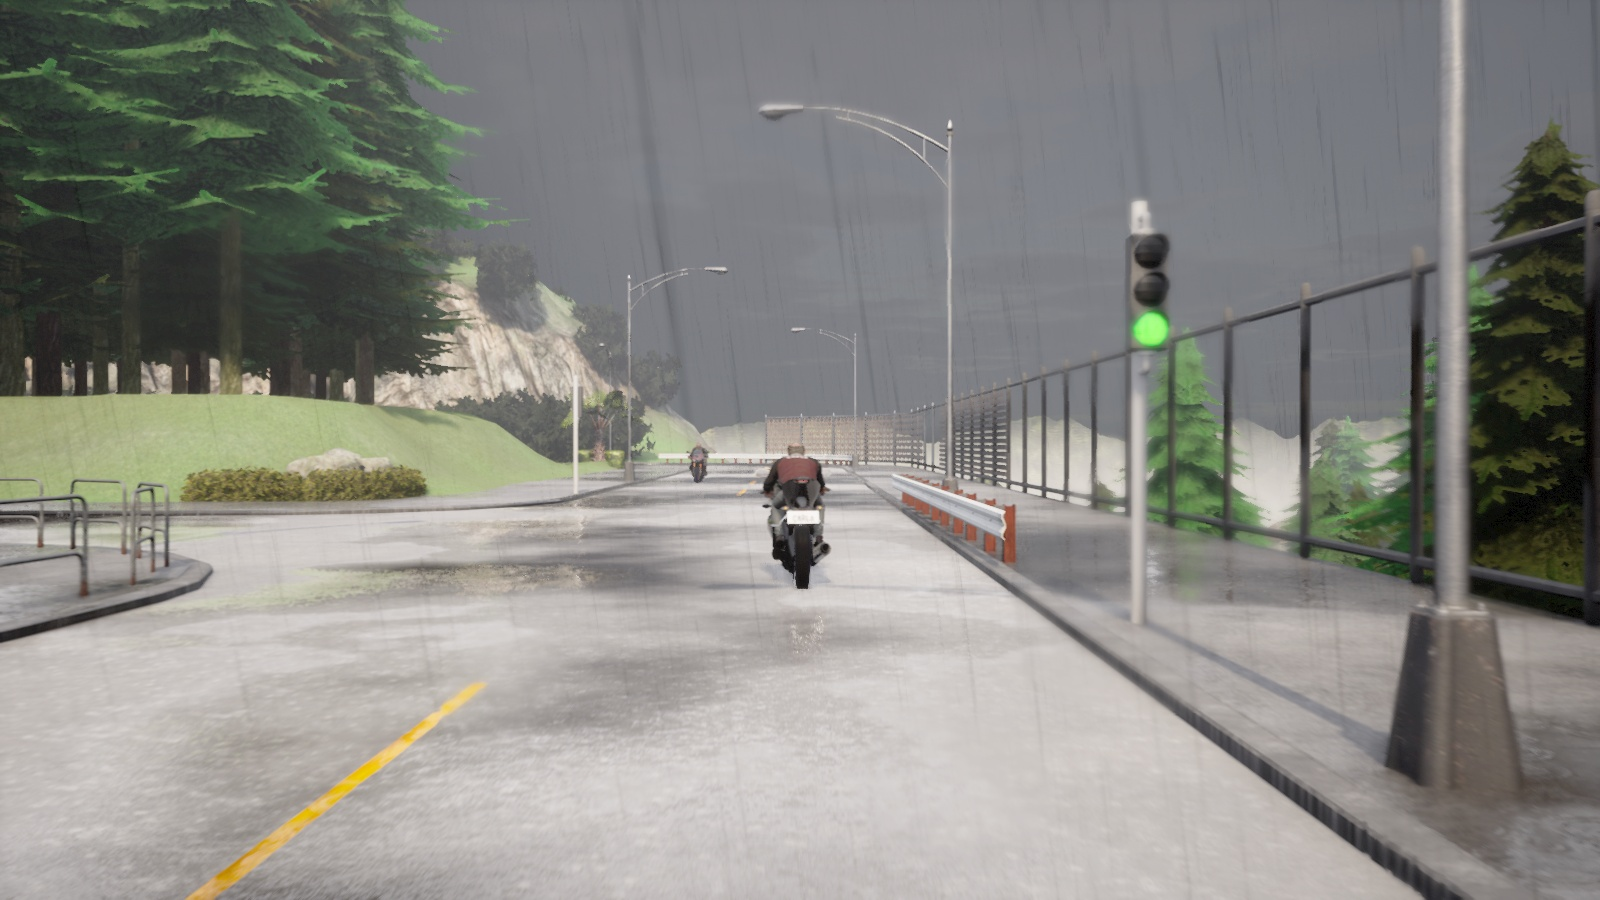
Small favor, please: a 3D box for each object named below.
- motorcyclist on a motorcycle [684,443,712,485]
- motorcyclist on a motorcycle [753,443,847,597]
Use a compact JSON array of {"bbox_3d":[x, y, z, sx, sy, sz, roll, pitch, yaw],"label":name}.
[{"bbox_3d":[-3.735,0.493,46.116,0.866,1.530,2.191,0,0,0],"label":"motorcyclist on a motorcycle"},{"bbox_3d":[-0.041,0.696,13.710,0.866,1.530,2.191,0,0,-4],"label":"motorcyclist on a motorcycle"}]
